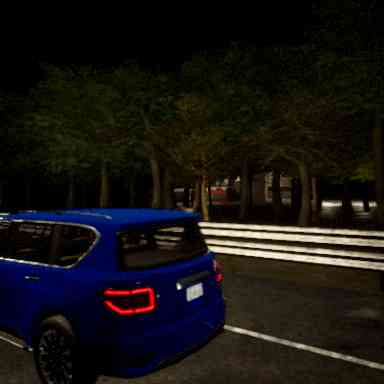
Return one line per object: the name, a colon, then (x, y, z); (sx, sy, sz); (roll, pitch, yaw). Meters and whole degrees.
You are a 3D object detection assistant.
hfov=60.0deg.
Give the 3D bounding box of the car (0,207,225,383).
car: (-2.149, 1.281, 5.404); (5.566, 2.045, 2.150); (-1, -1, 36)
